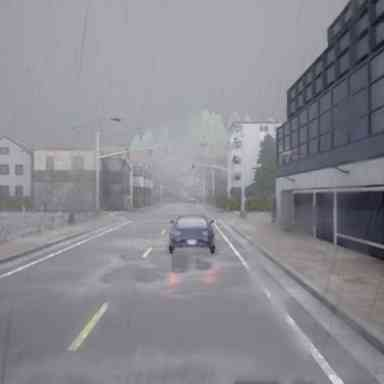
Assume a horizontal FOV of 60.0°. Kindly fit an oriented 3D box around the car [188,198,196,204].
[{"bbox_3d":[-0.008,2.138,78.902,1.812,1.442,4.674,0,-1,0],"label":"car"}]

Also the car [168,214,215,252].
[{"bbox_3d":[0.002,1.663,14.377,1.812,1.442,4.674,0,0,0],"label":"car"}]
